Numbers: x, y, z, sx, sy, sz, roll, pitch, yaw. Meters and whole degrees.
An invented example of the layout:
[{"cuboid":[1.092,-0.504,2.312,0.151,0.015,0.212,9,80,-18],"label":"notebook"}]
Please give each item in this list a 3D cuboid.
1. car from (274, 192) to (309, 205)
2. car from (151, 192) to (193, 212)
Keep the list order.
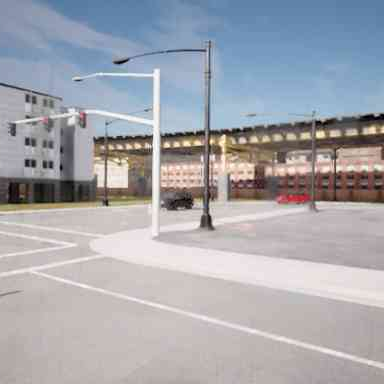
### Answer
[{"cuboid":[16.016,1.048,53.283,5.566,2.045,2.150,1,0,-17],"label":"car"},{"cuboid":[-2.055,0.995,36.591,2.150,2.045,5.566,1,1,34],"label":"car"}]
